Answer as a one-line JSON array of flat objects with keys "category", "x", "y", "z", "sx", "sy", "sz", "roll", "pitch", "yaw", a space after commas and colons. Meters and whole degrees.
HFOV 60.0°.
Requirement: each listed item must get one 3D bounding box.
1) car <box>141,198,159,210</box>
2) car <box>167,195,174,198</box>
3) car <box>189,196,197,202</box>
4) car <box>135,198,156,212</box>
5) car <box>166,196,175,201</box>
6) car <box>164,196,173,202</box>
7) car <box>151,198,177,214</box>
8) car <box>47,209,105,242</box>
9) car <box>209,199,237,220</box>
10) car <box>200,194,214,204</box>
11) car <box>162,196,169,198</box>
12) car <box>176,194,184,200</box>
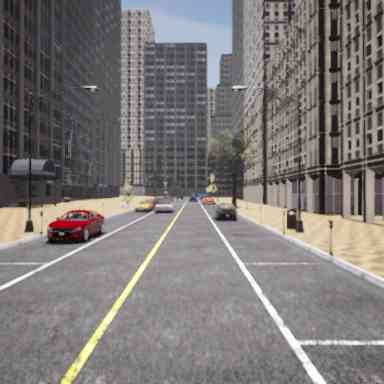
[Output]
[{"category": "car", "x": -5.566, "y": 1.602, "z": 44.862, "sx": 1.887, "sy": 1.381, "sz": 4.507, "roll": 1, "pitch": 0, "yaw": 0}, {"category": "car", "x": -5.493, "y": 1.525, "z": 73.076, "sx": 1.967, "sy": 1.590, "sz": 4.097, "roll": 1, "pitch": 0, "yaw": 0}, {"category": "car", "x": 0.197, "y": 1.603, "z": 76.676, "sx": 1.812, "sy": 1.442, "sz": 4.674, "roll": 0, "pitch": 0, "yaw": 0}, {"category": "car", "x": -5.581, "y": 1.576, "z": 39.050, "sx": 1.752, "sy": 1.417, "sz": 4.829, "roll": 1, "pitch": 0, "yaw": 0}, {"category": "car", "x": -5.465, "y": 1.662, "z": 84.361, "sx": 1.947, "sy": 1.339, "sz": 4.313, "roll": 1, "pitch": 0, "yaw": 0}, {"category": "car", "x": -5.479, "y": 1.673, "z": 78.718, "sx": 1.802, "sy": 1.307, "sz": 4.206, "roll": 1, "pitch": 0, "yaw": 0}, {"category": "car", "x": -3.002, "y": 1.648, "z": 36.763, "sx": 1.895, "sy": 1.301, "sz": 4.718, "roll": 0, "pitch": 0, "yaw": 0}, {"category": "car", "x": -5.639, "y": 1.568, "z": 16.648, "sx": 1.887, "sy": 1.381, "sz": 4.507, "roll": 1, "pitch": 0, "yaw": 0}, {"category": "car", "x": 2.770, "y": 1.587, "z": 27.923, "sx": 2.008, "sy": 1.369, "sz": 4.403, "roll": 1, "pitch": 0, "yaw": 0}, {"category": "car", "x": 3.163, "y": 1.426, "z": 63.356, "sx": 2.097, "sy": 1.767, "sz": 4.553, "roll": 0, "pitch": 0, "yaw": 0}, {"category": "car", "x": -5.538, "y": 1.635, "z": 56.147, "sx": 1.947, "sy": 1.339, "sz": 4.313, "roll": 1, "pitch": 0, "yaw": 0}, {"category": "car", "x": -2.799, "y": 1.283, "z": 78.262, "sx": 1.837, "sy": 1.490, "sz": 4.892, "roll": 0, "pitch": 0, "yaw": 0}]
